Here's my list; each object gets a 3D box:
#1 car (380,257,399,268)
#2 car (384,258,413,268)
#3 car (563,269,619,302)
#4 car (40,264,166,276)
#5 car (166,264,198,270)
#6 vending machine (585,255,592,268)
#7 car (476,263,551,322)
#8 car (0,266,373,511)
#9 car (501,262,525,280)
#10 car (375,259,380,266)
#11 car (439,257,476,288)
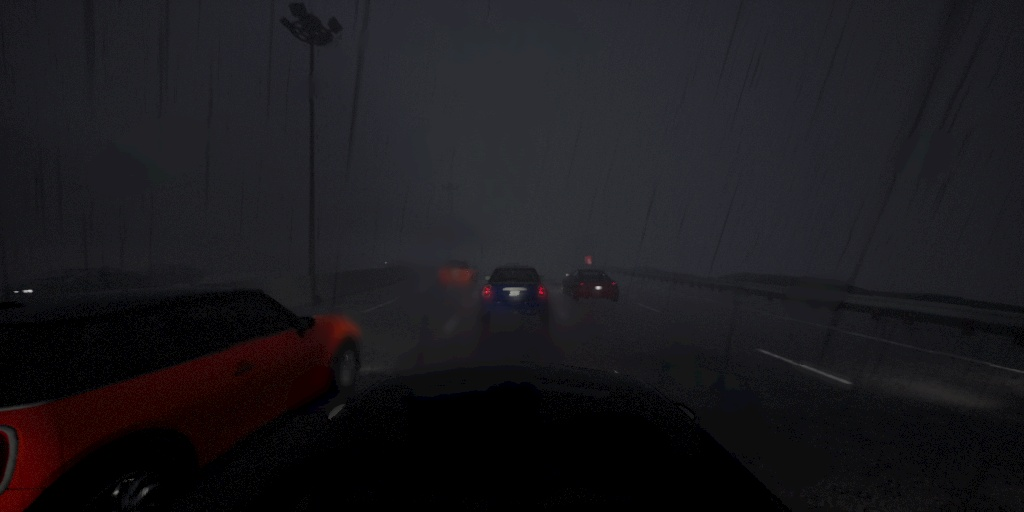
[{"bbox_3d":[-17.569,1.047,54.026,2.097,1.767,4.553,0,0,0],"label":"car"},{"bbox_3d":[-14.090,1.305,45.406,1.895,1.301,4.718,0,0,0],"label":"car"},{"bbox_3d":[3.598,1.298,16.942,1.994,1.385,4.181,0,0,0],"label":"car"},{"bbox_3d":[-17.600,1.229,14.573,2.128,1.511,4.902,0,0,0],"label":"car"},{"bbox_3d":[-21.098,1.220,21.522,2.128,1.511,4.902,0,0,0],"label":"car"},{"bbox_3d":[11.993,0.888,56.278,1.100,2.100,0.880,0,0,0],"label":"vending machine"},{"bbox_3d":[0.099,1.091,12.410,2.097,1.767,4.553,0,0,0],"label":"car"},{"bbox_3d":[-3.403,1.100,3.792,2.097,1.767,4.553,0,0,0],"label":"car"},{"bbox_3d":[0.097,1.283,31.300,1.994,1.385,4.181,0,0,0],"label":"car"},{"bbox_3d":[-21.025,1.234,61.692,2.033,1.411,5.357,0,0,1],"label":"car"},{"bbox_3d":[-3.403,1.079,23.763,2.097,1.767,4.553,0,0,0],"label":"car"}]
